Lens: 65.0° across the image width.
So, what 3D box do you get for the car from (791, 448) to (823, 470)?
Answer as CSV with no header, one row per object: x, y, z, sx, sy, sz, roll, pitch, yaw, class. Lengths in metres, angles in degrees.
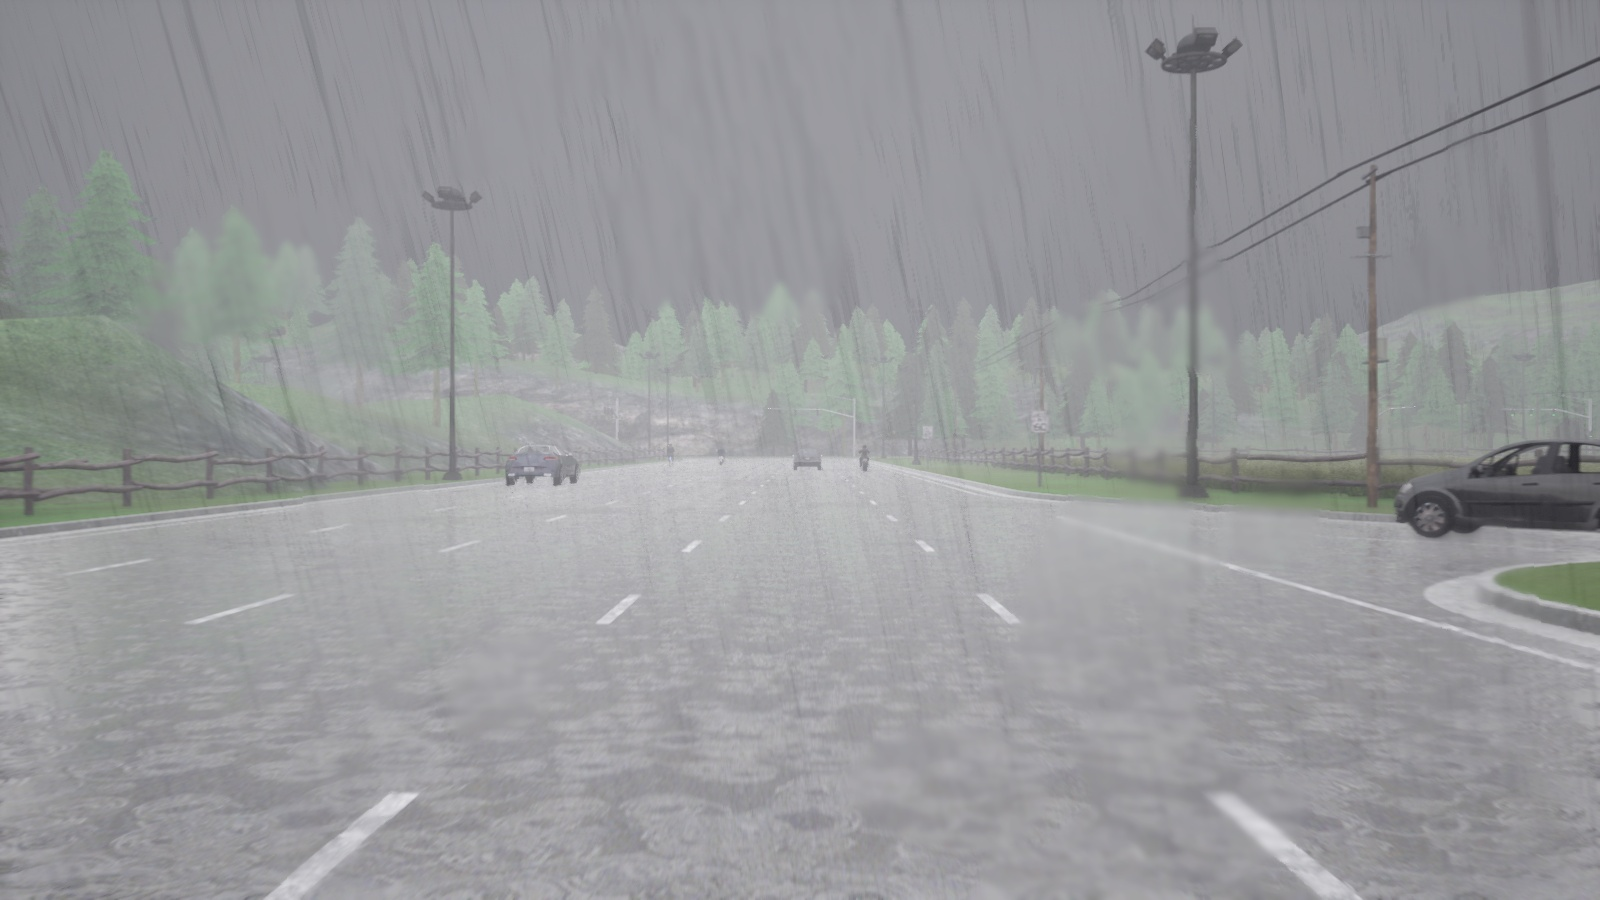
0.489,0.586,82.383,2.033,1.411,5.357,0,0,0,car

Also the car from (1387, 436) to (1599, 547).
11.634,0.605,19.721,1.851,1.617,3.988,0,0,-44,car

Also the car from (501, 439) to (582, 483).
-10.198,0.391,49.884,2.152,1.651,5.027,0,0,0,car
